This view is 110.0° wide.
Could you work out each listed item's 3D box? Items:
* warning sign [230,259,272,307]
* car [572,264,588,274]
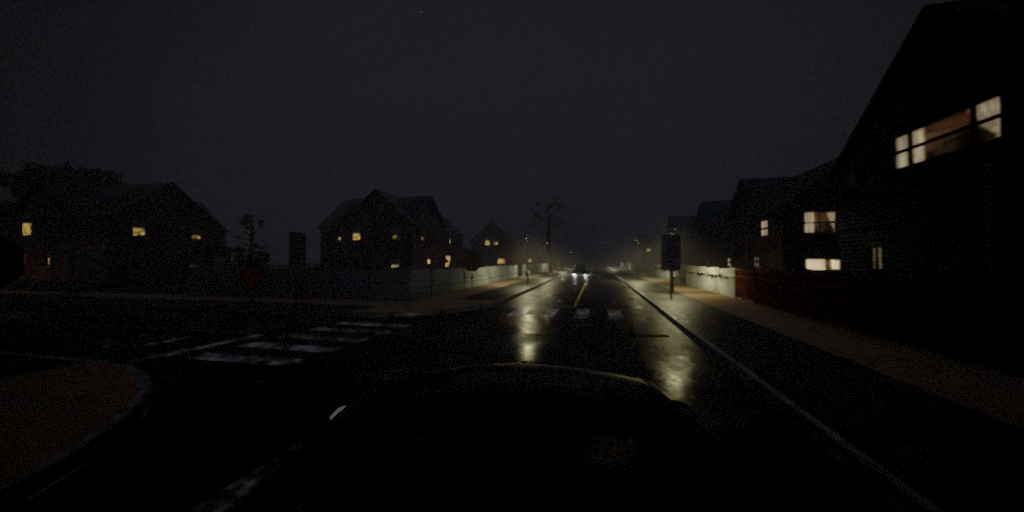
[{"bbox_3d":[-10.506,1.053,14.460,1.060,1.860,1.300,0,0,13],"label":"warning sign"},{"bbox_3d":[9.979,1.856,52.482,1.812,1.442,4.674,0,-1,14],"label":"car"}]
